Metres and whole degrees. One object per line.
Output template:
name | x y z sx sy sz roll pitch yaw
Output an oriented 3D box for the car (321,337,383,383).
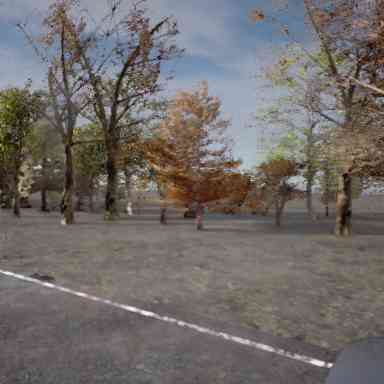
car | 3.277 1.541 1.352 5.357 1.411 2.033 0 1 35
